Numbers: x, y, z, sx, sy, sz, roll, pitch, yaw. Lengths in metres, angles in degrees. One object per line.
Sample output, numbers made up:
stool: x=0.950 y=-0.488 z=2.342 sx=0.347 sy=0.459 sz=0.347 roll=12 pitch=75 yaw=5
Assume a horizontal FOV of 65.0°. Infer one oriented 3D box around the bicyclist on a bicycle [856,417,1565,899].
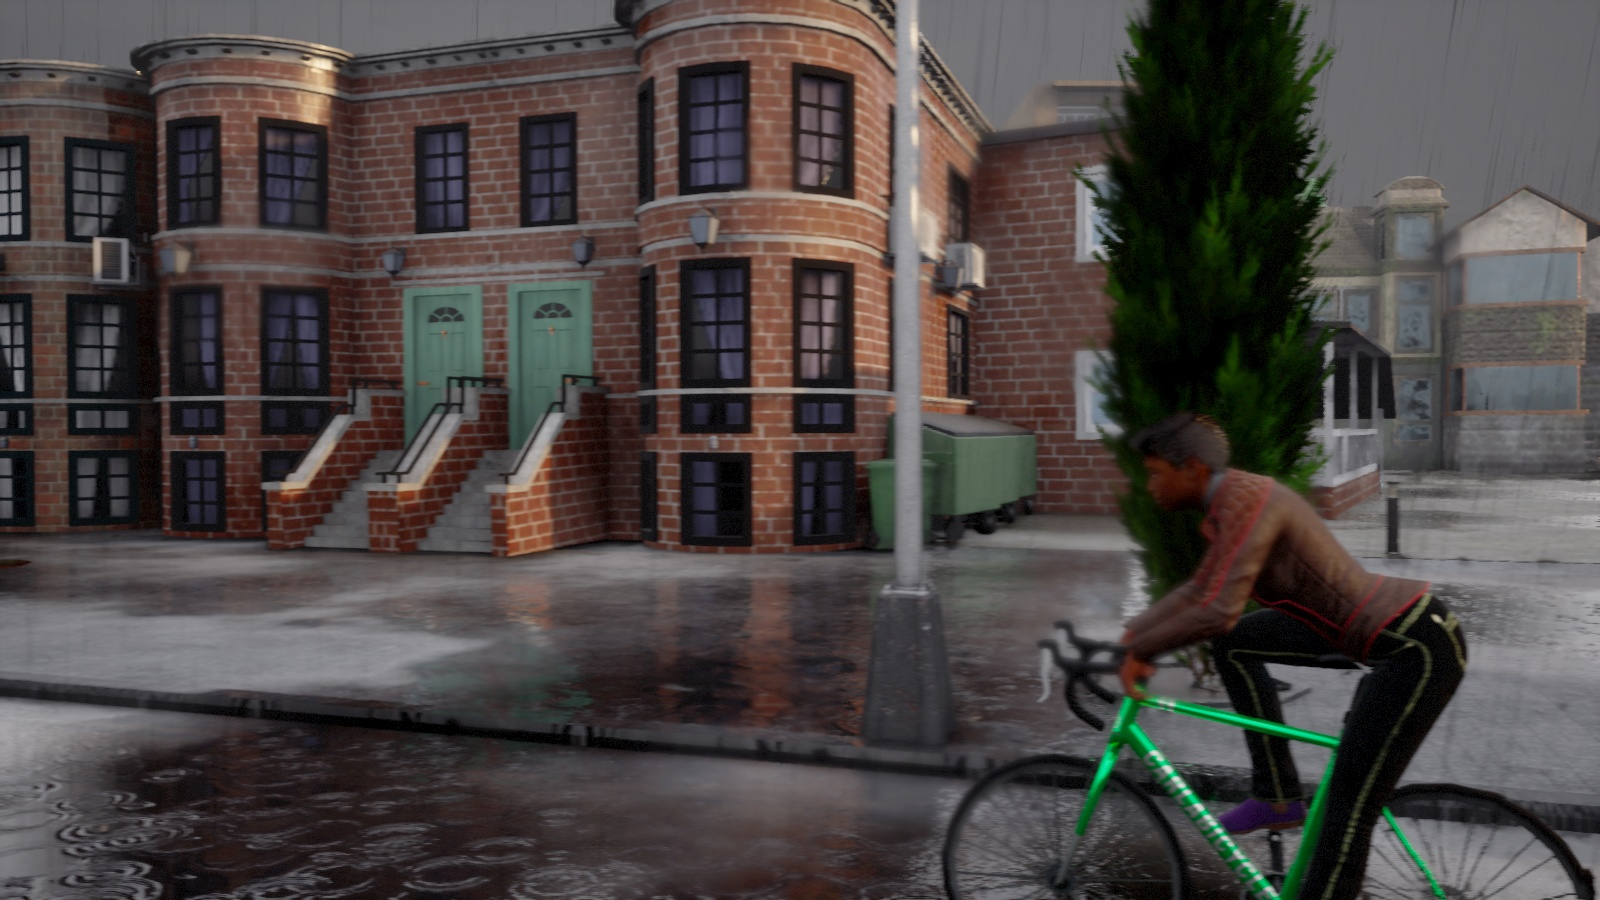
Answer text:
bicyclist on a bicycle: x=1.027 y=0.729 z=3.373 sx=1.656 sy=1.620 sz=0.582 roll=0 pitch=1 yaw=19
